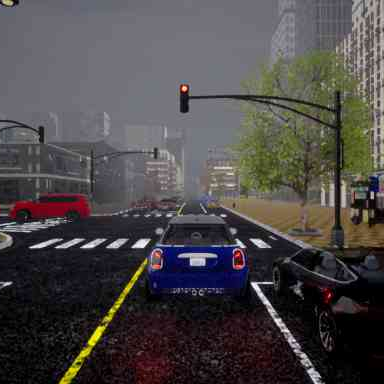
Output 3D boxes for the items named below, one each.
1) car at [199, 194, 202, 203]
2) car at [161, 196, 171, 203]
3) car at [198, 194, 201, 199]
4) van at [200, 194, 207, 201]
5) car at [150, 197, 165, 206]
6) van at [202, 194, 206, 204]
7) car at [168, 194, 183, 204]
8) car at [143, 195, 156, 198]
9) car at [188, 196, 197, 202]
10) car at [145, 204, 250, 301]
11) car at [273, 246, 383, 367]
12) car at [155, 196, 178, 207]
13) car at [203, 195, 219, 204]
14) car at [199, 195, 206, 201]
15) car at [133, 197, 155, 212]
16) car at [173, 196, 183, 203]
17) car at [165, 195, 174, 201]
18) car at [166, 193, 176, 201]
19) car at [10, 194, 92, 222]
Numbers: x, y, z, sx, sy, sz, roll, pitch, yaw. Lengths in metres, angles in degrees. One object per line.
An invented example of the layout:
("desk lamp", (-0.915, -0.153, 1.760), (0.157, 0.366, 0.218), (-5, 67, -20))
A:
("car", (2.760, 1.556, 60.477), (2.008, 1.369, 4.403), (0, 0, 0))
("car", (-5.608, 1.532, 71.416), (1.752, 1.417, 4.829), (0, 0, 0))
("car", (2.773, 1.572, 71.579), (1.947, 1.339, 4.313), (0, 0, 0))
("van", (2.787, 1.349, 82.681), (1.690, 1.788, 3.998), (0, 0, 0))
("car", (-5.626, 1.555, 54.933), (2.008, 1.369, 4.403), (0, 0, 0))
("van", (2.749, 1.345, 49.375), (1.690, 1.788, 3.998), (0, 0, 0))
("car", (-3.016, 1.512, 56.934), (1.837, 1.490, 4.892), (0, -1, 0))
("car", (-5.637, 1.318, 43.831), (2.192, 1.841, 5.009), (0, 0, 0))
("car", (0.089, 1.548, 79.296), (2.033, 1.411, 5.357), (0, 0, 0))
("car", (0.110, 1.353, 8.462), (2.097, 1.767, 4.553), (0, 0, 0))
("car", (2.700, 1.566, 5.795), (1.947, 1.339, 4.313), (0, 0, 0))
("car", (-3.055, 1.528, 39.854), (1.812, 1.442, 4.674), (0, 0, 0))
("car", (2.742, 1.528, 43.994), (1.752, 1.417, 4.829), (0, 0, 0))
("car", (2.792, 1.534, 88.402), (1.752, 1.417, 4.829), (0, 0, 0))
("car", (-5.644, 1.585, 38.280), (1.802, 1.307, 4.206), (0, 0, 0))
("car", (-2.922, 1.528, 69.501), (1.812, 1.442, 4.674), (0, 0, 0))
("car", (-5.595, 1.559, 82.688), (2.008, 1.369, 4.403), (0, 0, 0))
("car", (-5.588, 1.324, 88.239), (2.192, 1.841, 5.009), (0, 0, 0))
("car", (-10.347, 1.145, 24.737), (5.566, 2.045, 2.150), (2, 1, -13))
